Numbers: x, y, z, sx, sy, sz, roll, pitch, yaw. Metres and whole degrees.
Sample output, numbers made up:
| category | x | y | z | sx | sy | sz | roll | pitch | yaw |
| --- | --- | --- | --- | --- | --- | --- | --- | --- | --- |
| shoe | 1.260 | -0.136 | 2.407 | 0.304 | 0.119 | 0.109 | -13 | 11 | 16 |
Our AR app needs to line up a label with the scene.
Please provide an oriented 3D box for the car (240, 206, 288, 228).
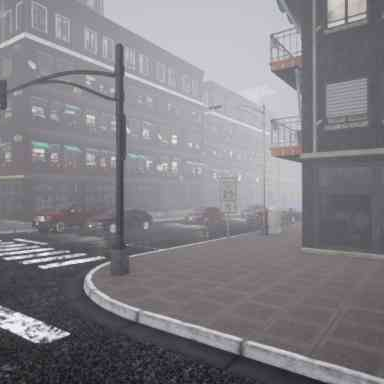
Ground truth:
| category | x | y | z | sx | sy | sz | roll | pitch | yaw |
| --- | --- | --- | --- | --- | --- | --- | --- | --- | --- |
| car | 5.733 | 2.047 | 26.189 | 1.802 | 1.307 | 4.206 | -2 | -2 | 35 |

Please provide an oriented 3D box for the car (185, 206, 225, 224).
| category | x | y | z | sx | sy | sz | roll | pitch | yaw |
| --- | --- | --- | --- | --- | --- | --- | --- | --- | --- |
| car | 1.269 | 2.019 | 29.818 | 1.812 | 1.442 | 4.674 | 0 | -1 | 35 |

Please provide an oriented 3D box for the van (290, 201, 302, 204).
| category | x | y | z | sx | sy | sz | roll | pitch | yaw |
| --- | --- | --- | --- | --- | --- | --- | --- | --- | --- |
| van | 18.497 | 2.462 | 58.839 | 1.690 | 1.788 | 3.998 | -1 | -2 | 35 |

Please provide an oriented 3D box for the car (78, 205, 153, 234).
| category | x | y | z | sx | sy | sz | roll | pitch | yaw |
| --- | --- | --- | --- | --- | --- | --- | --- | --- | --- |
| car | -4.584 | 1.813 | 21.514 | 1.837 | 1.490 | 4.892 | 0 | -1 | 35 |

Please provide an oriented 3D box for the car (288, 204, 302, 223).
| category | x | y | z | sx | sy | sz | roll | pitch | yaw |
| --- | --- | --- | --- | --- | --- | --- | --- | --- | --- |
| car | 9.004 | 2.120 | 30.839 | 2.008 | 1.369 | 4.403 | -2 | -2 | 35 |

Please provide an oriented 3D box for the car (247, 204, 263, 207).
| category | x | y | z | sx | sy | sz | roll | pitch | yaw |
| --- | --- | --- | --- | --- | --- | --- | --- | --- | --- |
| car | 7.243 | 2.188 | 38.295 | 1.837 | 1.490 | 4.892 | 0 | -1 | 35 |

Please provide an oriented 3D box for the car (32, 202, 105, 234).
| category | x | y | z | sx | sy | sz | roll | pitch | yaw |
| --- | --- | --- | --- | --- | --- | --- | --- | --- | --- |
| car | -7.671 | 1.603 | 21.654 | 2.192 | 1.841 | 5.009 | -1 | -2 | 35 |
